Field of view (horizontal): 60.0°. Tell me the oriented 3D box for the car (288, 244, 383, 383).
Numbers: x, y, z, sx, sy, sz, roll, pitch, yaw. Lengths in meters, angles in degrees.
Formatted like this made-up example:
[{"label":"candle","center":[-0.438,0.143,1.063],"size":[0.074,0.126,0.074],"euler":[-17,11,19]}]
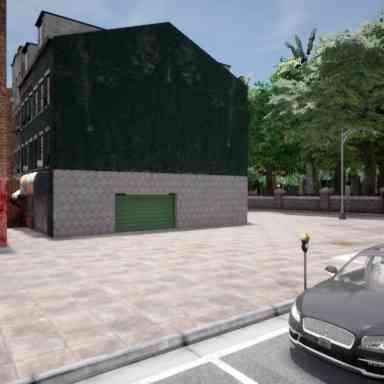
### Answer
[{"label":"car","center":[3.344,1.550,5.196],"size":[4.403,1.369,2.008],"euler":[0,0,-35]}]
